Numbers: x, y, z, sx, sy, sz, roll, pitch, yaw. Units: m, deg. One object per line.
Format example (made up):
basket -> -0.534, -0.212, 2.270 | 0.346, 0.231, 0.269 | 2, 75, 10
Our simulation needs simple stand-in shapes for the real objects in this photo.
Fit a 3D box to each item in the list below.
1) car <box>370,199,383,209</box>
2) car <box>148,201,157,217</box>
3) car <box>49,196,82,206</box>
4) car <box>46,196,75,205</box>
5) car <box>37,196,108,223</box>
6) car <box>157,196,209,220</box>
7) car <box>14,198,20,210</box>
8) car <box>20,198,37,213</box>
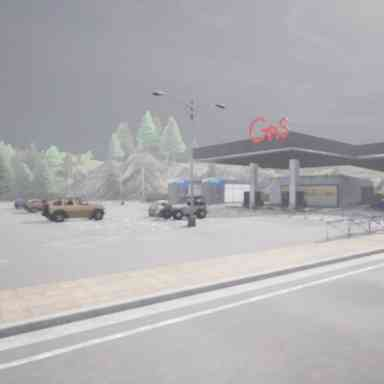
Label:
car -> 27.450, 1.581, 46.380 | 2.242, 1.667, 4.611 | 0, 0, -36
car -> -1.938, 1.523, 30.065 | 3.806, 1.475, 1.970 | 0, 0, -36
car -> -21.947, 1.493, 57.871 | 5.027, 1.636, 2.152 | 0, 0, -36
car -> -23.818, 1.502, 60.390 | 4.514, 1.523, 2.007 | 0, 0, -36
car -> -8.806, 1.276, 25.092 | 4.605, 1.855, 1.932 | 0, 0, -36
car -> -0.497, 1.241, 27.007 | 3.866, 1.878, 1.905 | 0, 0, -36
car -> -21.278, 1.497, 43.773 | 3.633, 1.501, 1.845 | 0, 0, -36
car -> -15.488, 1.475, 35.628 | 4.514, 1.523, 2.007 | 0, 0, -36
